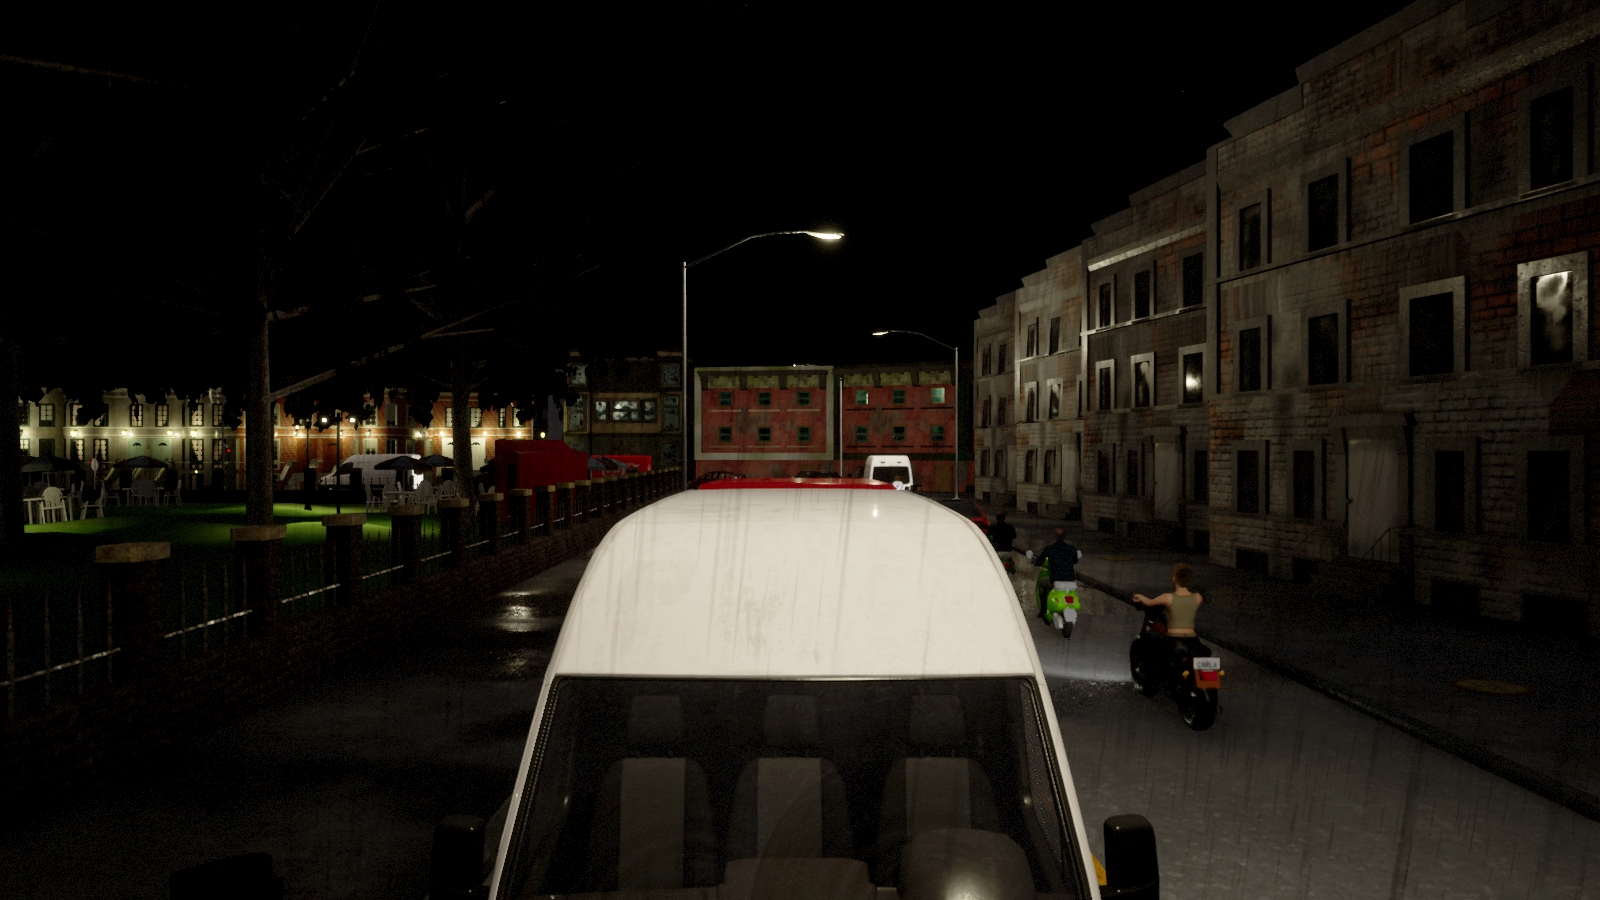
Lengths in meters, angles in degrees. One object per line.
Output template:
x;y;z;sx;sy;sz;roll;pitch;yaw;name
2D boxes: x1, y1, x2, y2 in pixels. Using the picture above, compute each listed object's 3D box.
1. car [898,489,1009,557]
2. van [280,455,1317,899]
3.905;1.834;29.959;2.231;1.480;4.892;0;0;0;car
-0.007;1.313;5.150;1.988;2.561;5.915;0;0;0;van
